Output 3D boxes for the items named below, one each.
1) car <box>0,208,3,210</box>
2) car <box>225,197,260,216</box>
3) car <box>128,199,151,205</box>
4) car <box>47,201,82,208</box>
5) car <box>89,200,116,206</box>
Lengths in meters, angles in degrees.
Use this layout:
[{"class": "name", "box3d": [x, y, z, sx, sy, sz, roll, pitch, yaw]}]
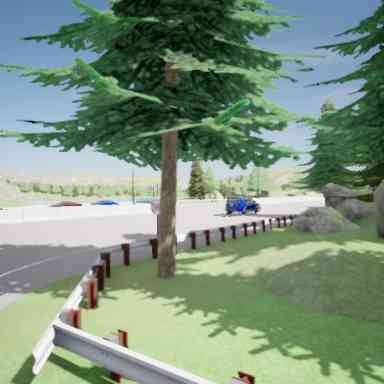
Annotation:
[{"class": "car", "box3d": [-22.698, 2.084, 34.775, 2.033, 1.411, 5.357, -1, 0, 36]}, {"class": "car", "box3d": [5.873, 1.565, 38.283, 2.150, 2.045, 5.566, -1, -1, 36]}, {"class": "car", "box3d": [-8.405, 2.011, 54.713, 1.882, 1.535, 5.008, -1, 0, 36]}, {"class": "car", "box3d": [-18.069, 2.044, 47.257, 1.882, 1.535, 5.008, -1, 0, 36]}, {"class": "car", "box3d": [-15.296, 2.073, 57.109, 1.882, 1.535, 5.008, -1, -1, 36]}]
